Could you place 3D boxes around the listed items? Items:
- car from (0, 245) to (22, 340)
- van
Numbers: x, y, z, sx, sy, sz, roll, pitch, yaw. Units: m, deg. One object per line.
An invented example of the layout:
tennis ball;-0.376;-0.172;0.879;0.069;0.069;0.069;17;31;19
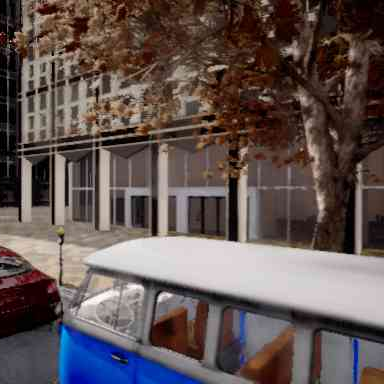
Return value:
car;-3.939;1.543;5.695;4.206;1.307;1.802;0;0;36
van;0.671;1.337;2.402;3.998;1.788;1.690;0;0;36
